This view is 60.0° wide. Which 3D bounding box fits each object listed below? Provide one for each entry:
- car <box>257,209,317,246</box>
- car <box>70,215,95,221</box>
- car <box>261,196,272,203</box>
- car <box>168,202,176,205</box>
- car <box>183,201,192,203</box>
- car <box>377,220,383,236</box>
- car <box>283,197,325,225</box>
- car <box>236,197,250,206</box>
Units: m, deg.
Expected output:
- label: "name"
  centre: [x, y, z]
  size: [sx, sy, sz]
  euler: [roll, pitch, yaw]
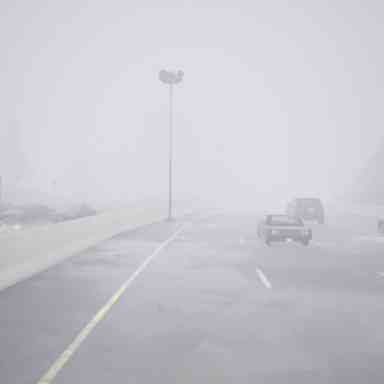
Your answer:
- label: "car"
  centre: [4.229, 1.725, 15.988]
  size: [1.895, 1.301, 4.718]
  euler: [0, 0, 5]
- label: "car"
  centre: [-8.937, 1.587, 25.719]
  size: [1.812, 1.442, 4.674]
  euler: [0, 0, 7]
- label: "car"
  centre: [18.704, 1.901, 83.366]
  size: [2.097, 1.767, 4.553]
  euler: [0, 0, 26]
- label: "car"
  centre: [-3.239, 1.922, 66.237]
  size: [1.895, 1.301, 4.718]
  euler: [0, 0, 18]
- label: "car"
  centre: [0.456, 1.854, 66.205]
  size: [1.837, 1.490, 4.892]
  euler: [0, 0, 19]
- label: "car"
  centre: [11.335, 1.791, 16.912]
  size: [1.895, 1.301, 4.718]
  euler: [0, 0, 5]
- label: "car"
  centre: [8.907, 1.443, 26.459]
  size: [2.150, 2.045, 5.566]
  euler: [0, 0, 8]
- label: "car"
  centre: [10.185, 1.796, 65.967]
  size: [2.097, 1.767, 4.553]
  euler: [0, 0, 20]
